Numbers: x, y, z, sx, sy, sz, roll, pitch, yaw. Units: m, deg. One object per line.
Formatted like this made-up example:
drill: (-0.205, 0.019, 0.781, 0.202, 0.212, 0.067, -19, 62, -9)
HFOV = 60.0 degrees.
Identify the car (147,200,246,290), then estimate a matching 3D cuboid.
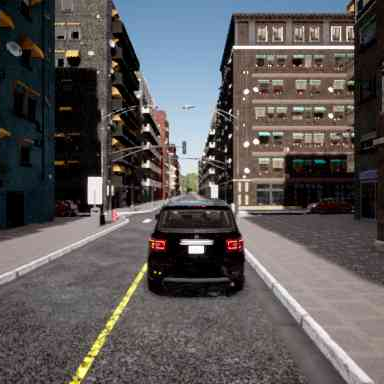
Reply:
car: (0.092, 1.223, 9.197, 2.150, 2.045, 5.566, 0, 0, 0)

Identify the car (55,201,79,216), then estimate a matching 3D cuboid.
car: (-13.556, 1.579, 33.075, 4.097, 1.590, 1.967, -1, 0, 0)

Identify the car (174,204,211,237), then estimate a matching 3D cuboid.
car: (-0.009, 1.509, 19.020, 1.837, 1.490, 4.892, 0, 0, -1)

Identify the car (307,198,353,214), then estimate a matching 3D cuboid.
car: (13.549, 1.320, 33.006, 4.097, 1.590, 1.967, -1, 0, 0)
